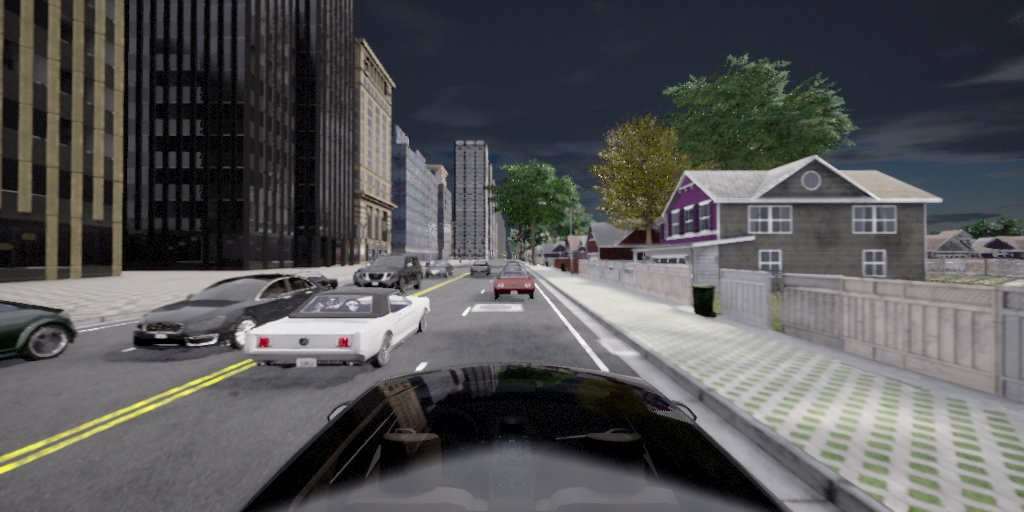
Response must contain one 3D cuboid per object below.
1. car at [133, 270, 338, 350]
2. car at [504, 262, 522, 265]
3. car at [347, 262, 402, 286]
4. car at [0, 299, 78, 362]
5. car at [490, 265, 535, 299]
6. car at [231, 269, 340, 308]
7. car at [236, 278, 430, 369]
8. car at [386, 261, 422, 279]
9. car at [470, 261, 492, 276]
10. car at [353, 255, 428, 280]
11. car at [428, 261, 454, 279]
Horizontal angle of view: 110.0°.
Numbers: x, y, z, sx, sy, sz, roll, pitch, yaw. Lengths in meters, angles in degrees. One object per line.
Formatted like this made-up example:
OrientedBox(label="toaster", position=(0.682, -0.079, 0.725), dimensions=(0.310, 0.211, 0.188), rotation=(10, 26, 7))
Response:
OrientedBox(label="car", position=(-6.556, 1.248, 9.140), dimensions=(1.837, 1.490, 4.892), rotation=(0, 0, 0))
OrientedBox(label="car", position=(0.076, 1.288, 37.805), dimensions=(1.994, 1.385, 4.181), rotation=(0, 0, 0))
OrientedBox(label="car", position=(-9.749, 1.220, 25.944), dimensions=(2.128, 1.511, 4.902), rotation=(0, 0, 0))
OrientedBox(label="car", position=(-9.828, 1.311, 5.489), dimensions=(1.994, 1.385, 4.181), rotation=(0, 0, 0))
OrientedBox(label="car", position=(0.102, 1.334, 18.050), dimensions=(1.895, 1.301, 4.718), rotation=(0, 0, 0))
OrientedBox(label="car", position=(-9.748, 1.337, 15.984), dimensions=(1.895, 1.301, 4.718), rotation=(0, 0, 0))
OrientedBox(label="car", position=(-3.150, 1.345, 7.729), dimensions=(1.895, 1.301, 4.718), rotation=(0, 0, 0))
OrientedBox(label="car", position=(-9.746, 1.241, 32.905), dimensions=(1.837, 1.490, 4.892), rotation=(0, 0, 0))
OrientedBox(label="car", position=(-3.146, 1.216, 36.651), dimensions=(2.128, 1.511, 4.902), rotation=(0, 0, 0))
OrientedBox(label="car", position=(-6.498, 0.954, 19.785), dimensions=(2.150, 2.045, 5.566), rotation=(0, 0, 0))
OrientedBox(label="car", position=(-6.499, 1.219, 32.651), dimensions=(2.128, 1.511, 4.902), rotation=(0, 0, 0))
